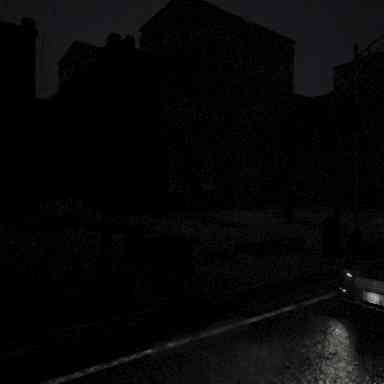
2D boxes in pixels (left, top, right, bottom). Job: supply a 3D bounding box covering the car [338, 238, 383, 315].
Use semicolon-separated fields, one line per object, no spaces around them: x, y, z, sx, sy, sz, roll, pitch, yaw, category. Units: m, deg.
5.007;1.503;6.945;4.902;1.511;2.128;0;0;-35;car
